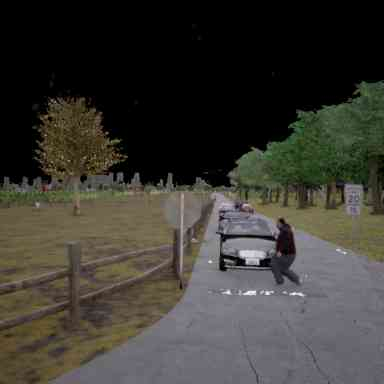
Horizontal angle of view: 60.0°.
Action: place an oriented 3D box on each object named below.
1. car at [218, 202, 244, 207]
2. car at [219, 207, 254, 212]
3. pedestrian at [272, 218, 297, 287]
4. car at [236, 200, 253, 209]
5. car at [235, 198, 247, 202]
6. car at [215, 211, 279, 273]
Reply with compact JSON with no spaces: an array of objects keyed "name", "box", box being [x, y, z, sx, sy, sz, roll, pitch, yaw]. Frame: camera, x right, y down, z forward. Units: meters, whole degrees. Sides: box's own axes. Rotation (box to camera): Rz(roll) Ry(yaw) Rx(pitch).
[{"name":"car","box":[3.458,2.019,31.567,2.033,1.411,5.357,1,-1,4]},{"name":"car","box":[2.658,1.877,21.012,1.994,1.385,4.181,1,-1,4]},{"name":"pedestrian","box":[2.293,1.426,8.249,0.375,1.860,0.375,1,-1,4]},{"name":"car","box":[7.549,2.274,46.606,1.812,1.442,4.674,1,-1,4]},{"name":"car","box":[8.302,2.099,56.386,2.150,2.045,5.566,1,-1,4]},{"name":"car","box":[1.885,1.659,11.447,2.128,1.511,4.902,1,-1,6]}]
